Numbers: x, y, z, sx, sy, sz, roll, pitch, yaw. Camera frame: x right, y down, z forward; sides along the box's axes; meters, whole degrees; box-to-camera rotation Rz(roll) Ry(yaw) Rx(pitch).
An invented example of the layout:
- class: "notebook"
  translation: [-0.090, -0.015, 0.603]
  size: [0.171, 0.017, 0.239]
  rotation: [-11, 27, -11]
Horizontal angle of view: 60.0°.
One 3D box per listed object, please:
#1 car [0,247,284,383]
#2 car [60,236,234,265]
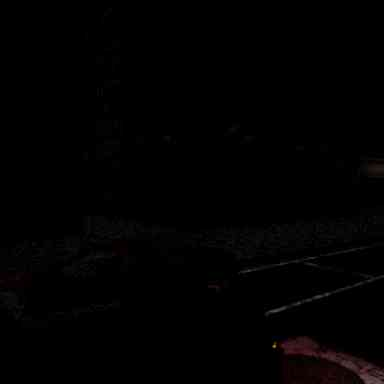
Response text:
- class: "car"
  translation: [-1.271, 1.524, 2.488]
  size: [4.674, 1.442, 1.812]
  rotation: [0, 0, -35]
- class: "car"
  translation: [-1.188, 1.530, 5.908]
  size: [4.507, 1.381, 1.887]
  rotation: [0, 1, -35]
